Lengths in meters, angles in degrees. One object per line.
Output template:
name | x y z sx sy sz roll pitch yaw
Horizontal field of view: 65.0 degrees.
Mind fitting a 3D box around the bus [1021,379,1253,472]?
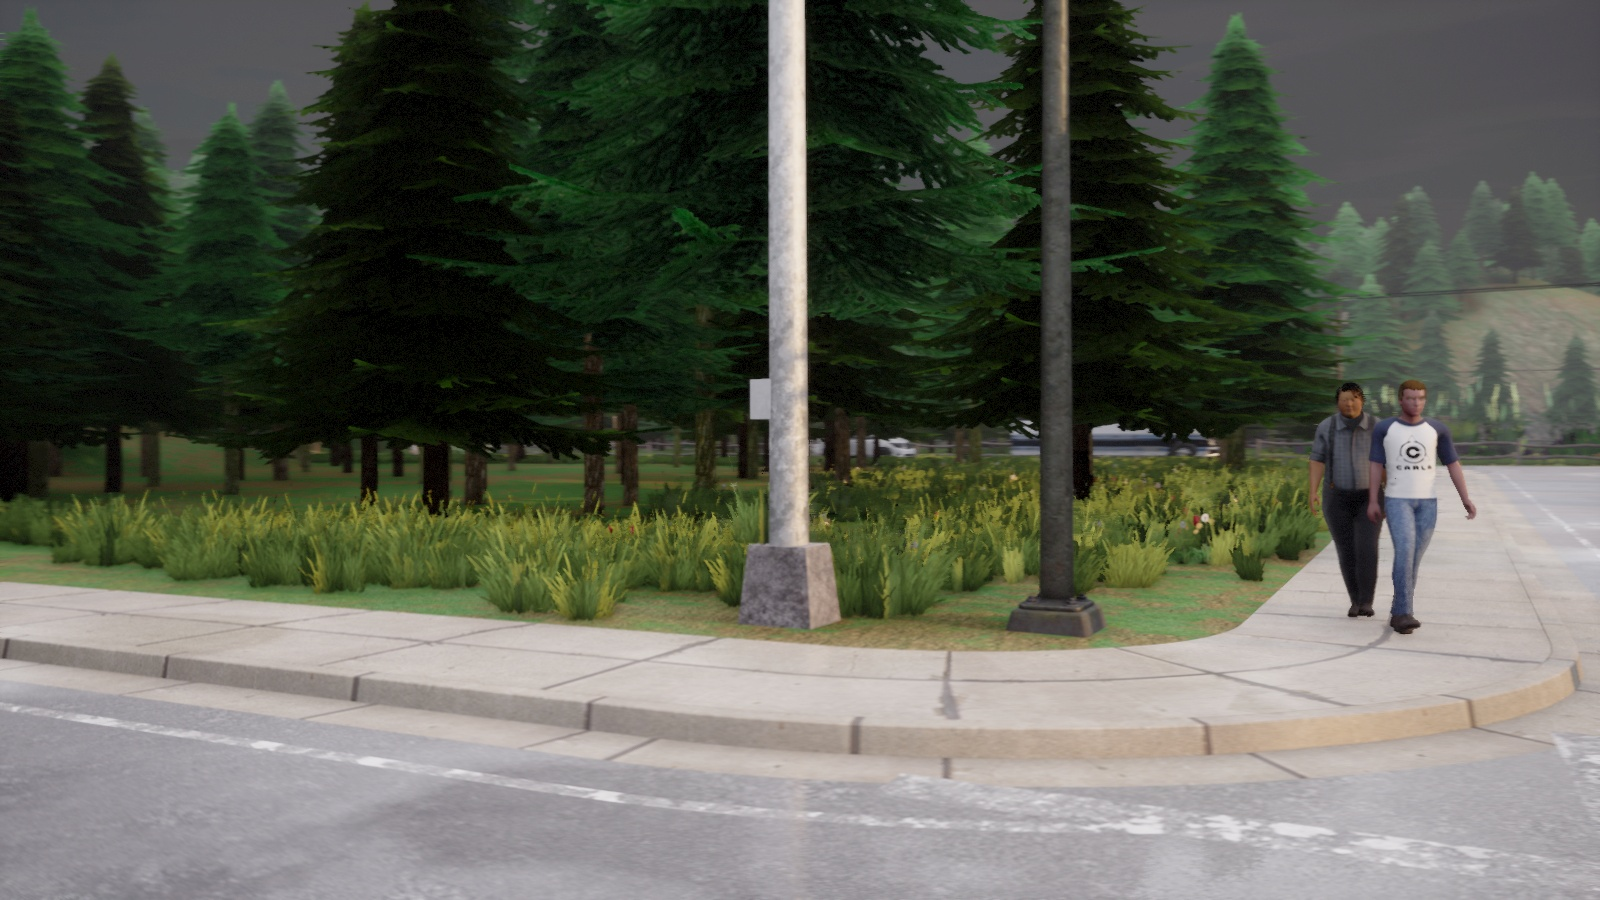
bus | 16.427 -1.202 61.470 10.273 4.253 3.944 1 1 30

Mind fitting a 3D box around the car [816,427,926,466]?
car | 3.847 -0.219 68.500 5.566 2.045 2.150 1 1 29

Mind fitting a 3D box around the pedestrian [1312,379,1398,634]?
pedestrian | 4.216 0.407 9.529 0.540 1.848 0.694 1 1 28

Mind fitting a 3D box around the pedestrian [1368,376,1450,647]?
pedestrian | 4.309 0.414 8.907 0.354 1.836 0.706 0 1 13
